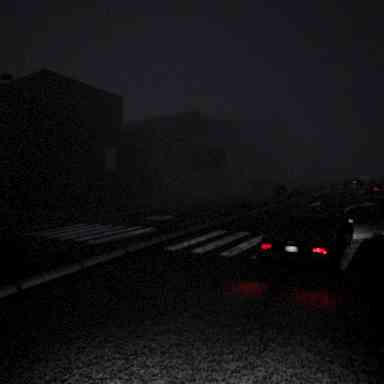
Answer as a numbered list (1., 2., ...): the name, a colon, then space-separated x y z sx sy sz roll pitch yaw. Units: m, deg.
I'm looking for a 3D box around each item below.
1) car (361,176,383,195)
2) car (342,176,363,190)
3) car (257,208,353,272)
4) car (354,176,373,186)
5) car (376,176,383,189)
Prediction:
1. car: 17.403 -0.566 30.994 1.882 1.535 5.008 -1 3 34
2. car: 19.185 -1.062 39.663 2.128 1.511 4.902 -1 3 34
3. car: 3.543 1.183 9.804 2.033 1.411 5.357 0 4 30
4. car: 24.807 -1.617 48.026 1.895 1.301 4.718 -1 3 34
5. car: 23.662 -1.182 40.318 1.895 1.301 4.718 -1 3 34
